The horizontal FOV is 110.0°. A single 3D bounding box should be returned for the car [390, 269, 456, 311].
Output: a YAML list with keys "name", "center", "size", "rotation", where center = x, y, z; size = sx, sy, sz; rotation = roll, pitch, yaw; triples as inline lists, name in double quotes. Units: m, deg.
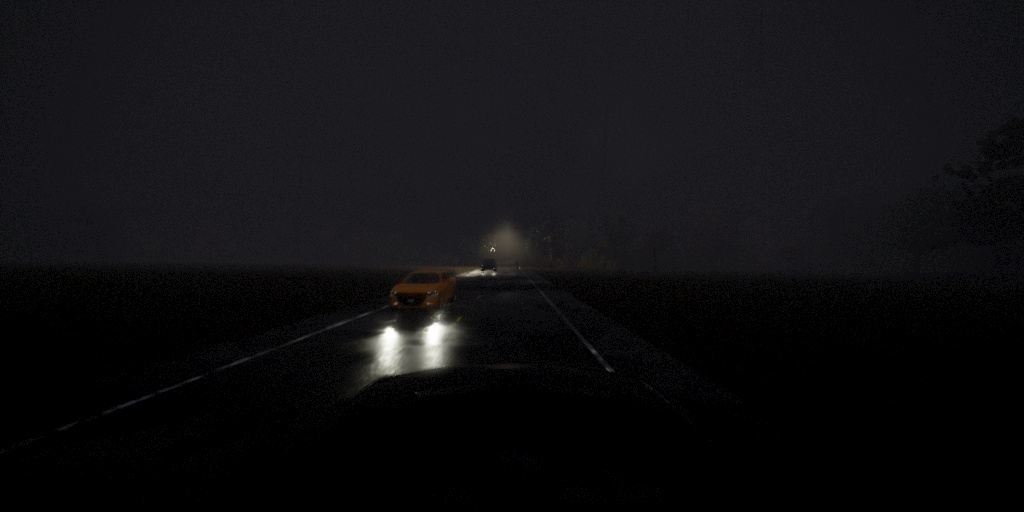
- name: "car"
  center: [-3.599, 1.339, 15.245]
  size: [1.882, 1.535, 5.008]
  rotation: [0, 0, 0]

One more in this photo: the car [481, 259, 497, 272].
- name: "car"
  center: [-3.547, 1.424, 55.797]
  size: [2.150, 2.045, 5.566]
  rotation: [0, 0, 1]
